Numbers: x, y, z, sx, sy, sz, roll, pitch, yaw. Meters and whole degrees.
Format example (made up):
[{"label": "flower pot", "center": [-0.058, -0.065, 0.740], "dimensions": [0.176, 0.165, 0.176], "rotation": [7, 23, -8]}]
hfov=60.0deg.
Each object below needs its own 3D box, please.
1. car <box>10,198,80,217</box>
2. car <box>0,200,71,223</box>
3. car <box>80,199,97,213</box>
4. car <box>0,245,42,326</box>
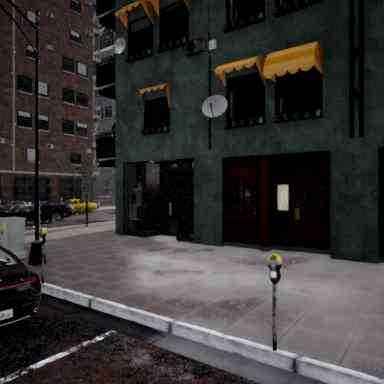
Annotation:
[{"label": "car", "center": [-11.222, 1.345, 25.664], "dimensions": [1.994, 1.385, 4.181], "rotation": [0, 1, 35]}, {"label": "car", "center": [-10.475, 1.427, 20.973], "dimensions": [1.895, 1.301, 4.718], "rotation": [0, 1, 35]}, {"label": "car", "center": [-10.985, 1.250, 30.512], "dimensions": [1.752, 1.417, 4.829], "rotation": [1, 1, 35]}, {"label": "car", "center": [-4.501, 1.551, 6.079], "dimensions": [4.403, 1.369, 2.008], "rotation": [0, 0, 35]}]
